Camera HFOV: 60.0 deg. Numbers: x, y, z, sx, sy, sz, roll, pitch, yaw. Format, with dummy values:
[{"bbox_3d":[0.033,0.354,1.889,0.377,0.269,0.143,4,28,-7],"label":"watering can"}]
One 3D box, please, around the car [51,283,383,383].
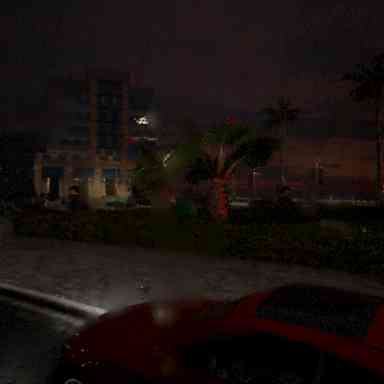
[{"bbox_3d":[0.773,1.539,2.707,4.674,1.442,1.812,0,0,37],"label":"car"}]
